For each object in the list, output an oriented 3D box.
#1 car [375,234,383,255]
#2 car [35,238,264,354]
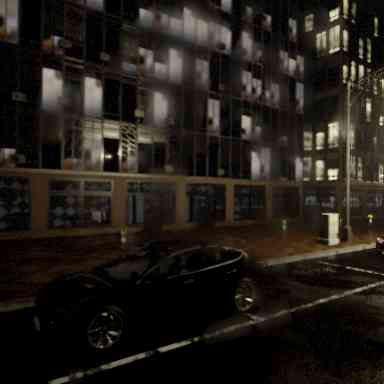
[{"bbox_3d":[8.756,1.735,12.799,4.206,1.307,1.802,1,0,-35],"label":"car"},{"bbox_3d":[-0.511,1.599,6.191,4.313,1.339,1.947,1,0,-35],"label":"car"}]
